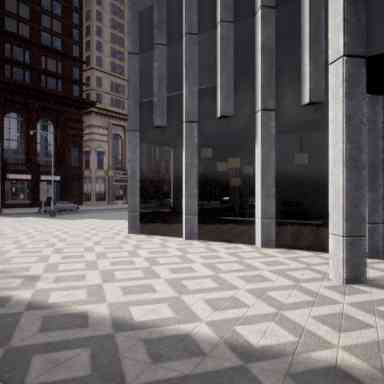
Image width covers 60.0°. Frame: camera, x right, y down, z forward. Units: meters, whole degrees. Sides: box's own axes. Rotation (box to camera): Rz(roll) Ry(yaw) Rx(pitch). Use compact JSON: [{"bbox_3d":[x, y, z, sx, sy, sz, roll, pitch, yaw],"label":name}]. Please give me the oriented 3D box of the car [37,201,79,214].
[{"bbox_3d":[-14.309,1.632,35.755,1.994,1.385,4.181,0,0,35],"label":"car"}]
